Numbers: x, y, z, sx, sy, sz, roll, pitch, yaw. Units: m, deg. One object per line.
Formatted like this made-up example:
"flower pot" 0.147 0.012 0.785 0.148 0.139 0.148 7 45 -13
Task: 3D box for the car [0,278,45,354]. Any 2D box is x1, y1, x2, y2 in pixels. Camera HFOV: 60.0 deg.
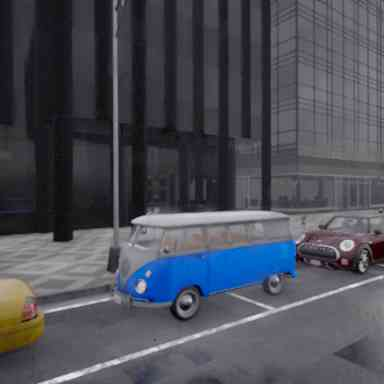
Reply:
"car" -4.275 1.534 3.594 4.829 1.417 1.752 0 0 -36

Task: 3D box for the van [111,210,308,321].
"van" 0.423 1.318 6.958 3.998 1.788 1.690 0 0 -36

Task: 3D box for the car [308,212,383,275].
"car" 4.984 1.387 10.224 4.097 1.590 1.967 0 0 -36
